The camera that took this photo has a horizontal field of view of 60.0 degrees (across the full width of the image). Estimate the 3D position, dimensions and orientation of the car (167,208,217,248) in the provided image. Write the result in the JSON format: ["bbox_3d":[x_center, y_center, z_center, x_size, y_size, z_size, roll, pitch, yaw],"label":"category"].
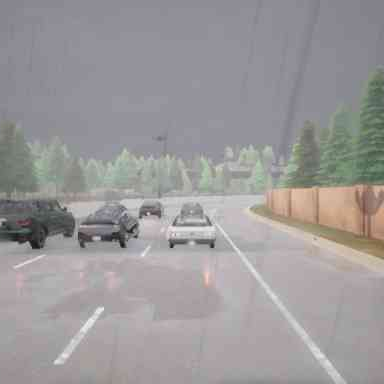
[{"bbox_3d":[0.000,1.616,14.680,1.895,1.301,4.718,0,0,0],"label":"car"}]

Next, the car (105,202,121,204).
[{"bbox_3d":[-6.972,1.572,29.522,1.994,1.385,4.181,0,0,1],"label":"car"}]

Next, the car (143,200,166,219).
[{"bbox_3d":[-3.473,1.516,29.437,1.837,1.490,4.892,0,0,1],"label":"car"}]

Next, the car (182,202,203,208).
[{"bbox_3d":[0.026,1.572,29.352,1.994,1.385,4.181,0,0,1],"label":"car"}]

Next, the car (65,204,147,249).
[{"bbox_3d":[-3.500,1.495,14.650,2.128,1.511,4.902,0,0,0],"label":"car"}]

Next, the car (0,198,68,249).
[{"bbox_3d":[-7.000,1.258,14.680,2.150,2.045,5.566,0,0,0],"label":"car"}]
